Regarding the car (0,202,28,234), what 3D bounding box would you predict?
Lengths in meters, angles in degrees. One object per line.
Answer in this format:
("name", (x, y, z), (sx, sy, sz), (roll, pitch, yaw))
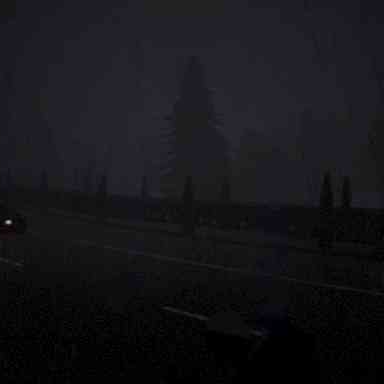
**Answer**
("car", (-9.168, 1.096, 14.831), (4.181, 1.385, 1.994), (4, 2, 35))
